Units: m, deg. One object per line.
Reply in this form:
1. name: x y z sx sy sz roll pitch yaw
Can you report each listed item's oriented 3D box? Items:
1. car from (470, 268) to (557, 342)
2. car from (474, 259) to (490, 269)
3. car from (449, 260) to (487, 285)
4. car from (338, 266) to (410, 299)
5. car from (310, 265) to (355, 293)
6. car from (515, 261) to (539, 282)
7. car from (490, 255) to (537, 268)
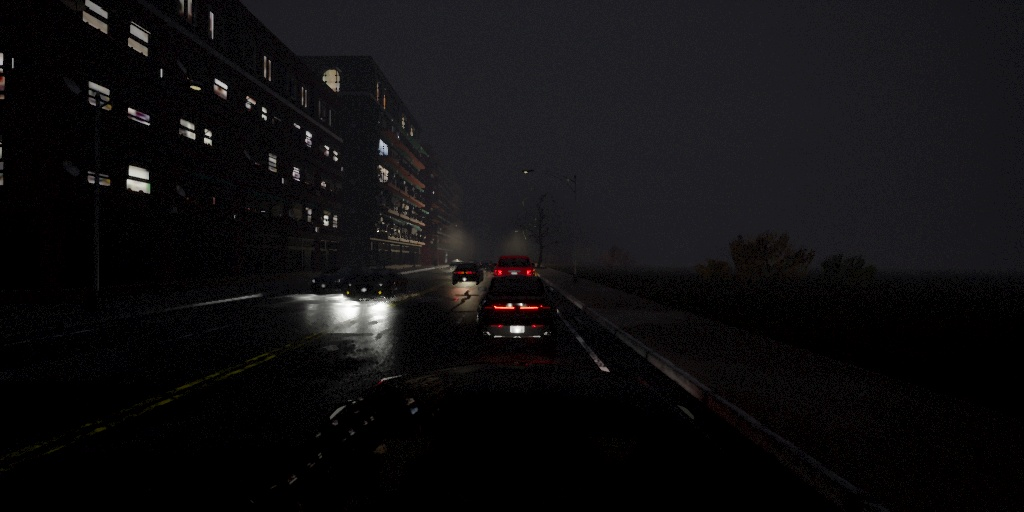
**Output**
1. car: 0.108 1.256 9.771 1.837 1.490 4.892 0 0 0
2. car: -3.117 1.242 44.456 2.128 1.511 4.902 0 0 0
3. car: -3.130 1.260 26.092 1.837 1.490 4.892 0 0 0
4. car: -6.586 1.316 17.939 1.994 1.385 4.181 0 0 0
5. car: -9.835 1.278 21.016 1.812 1.442 4.674 0 0 0
6. car: 1.161 1.209 30.525 1.801 1.575 5.366 0 0 0
7. car: 0.114 0.974 20.118 2.150 2.045 5.566 0 0 0
